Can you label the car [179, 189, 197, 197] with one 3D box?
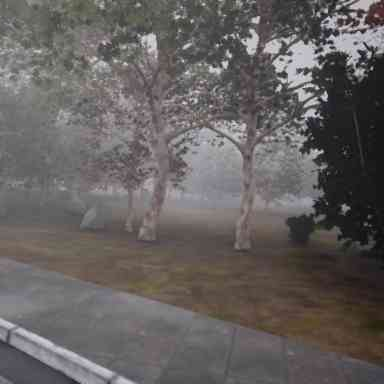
[{"bbox_3d":[-1.214,0.150,93.529,2.435,2.045,5.566,8,2,42],"label":"car"}]
